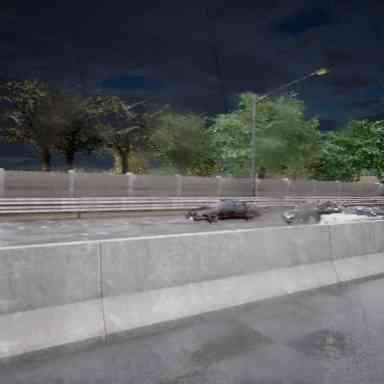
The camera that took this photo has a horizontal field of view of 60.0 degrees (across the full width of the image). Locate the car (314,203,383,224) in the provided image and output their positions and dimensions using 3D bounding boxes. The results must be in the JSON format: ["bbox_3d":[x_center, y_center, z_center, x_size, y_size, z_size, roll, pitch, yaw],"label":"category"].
[{"bbox_3d":[8.994,1.449,17.727,4.718,1.301,1.895,0,1,-32],"label":"car"}]

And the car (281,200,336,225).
[{"bbox_3d":[7.811,1.285,21.103,4.892,1.490,1.837,0,1,-32],"label":"car"}]

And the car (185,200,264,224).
[{"bbox_3d":[2.228,1.234,21.776,5.357,1.411,2.033,0,1,-32],"label":"car"}]
